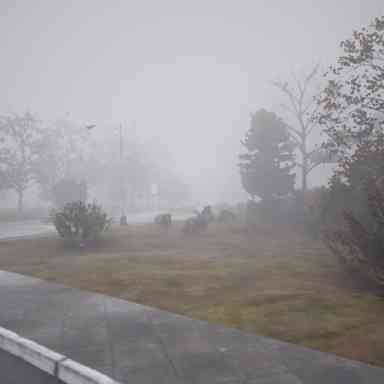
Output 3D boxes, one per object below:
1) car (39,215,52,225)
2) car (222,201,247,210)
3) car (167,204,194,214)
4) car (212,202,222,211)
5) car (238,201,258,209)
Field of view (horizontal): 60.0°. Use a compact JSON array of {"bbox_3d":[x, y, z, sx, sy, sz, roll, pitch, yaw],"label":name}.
[{"bbox_3d":[-12.543,2.347,32.590,1.812,1.442,4.674,-3,-2,33],"label":"car"},{"bbox_3d":[7.111,2.196,50.324,2.033,1.411,5.357,-3,-2,32],"label":"car"},{"bbox_3d":[-1.671,2.521,49.798,1.895,1.301,4.718,-3,-2,32],"label":"car"},{"bbox_3d":[5.010,2.319,53.564,1.837,1.490,4.892,-3,-2,32],"label":"car"},{"bbox_3d":[10.435,2.411,62.098,1.837,1.490,4.892,-3,-2,33],"label":"car"}]
